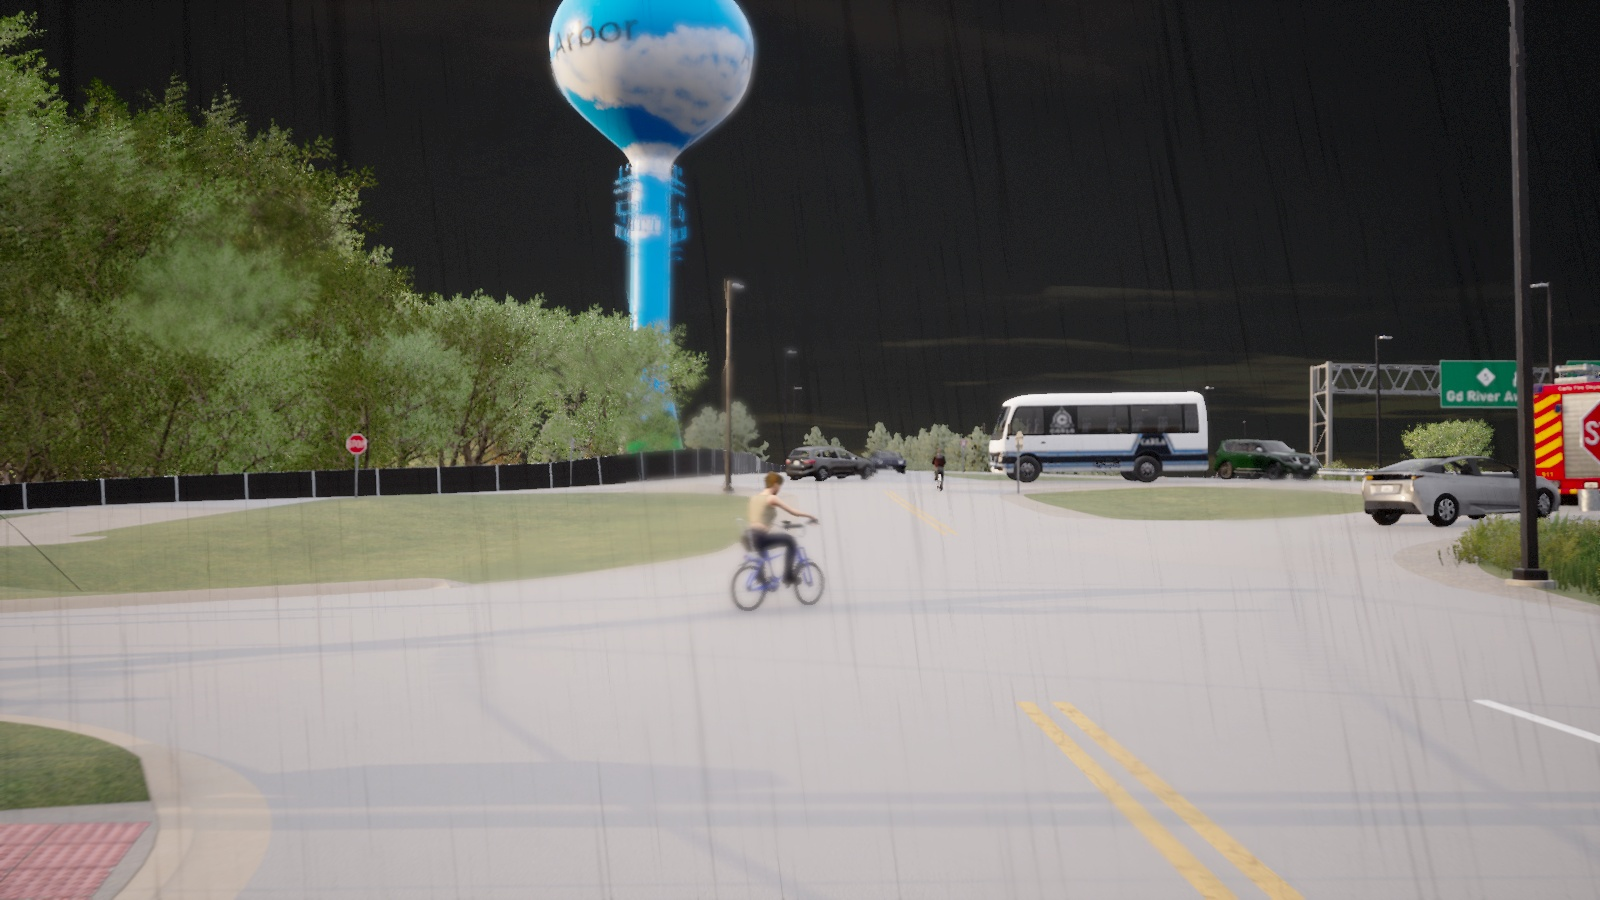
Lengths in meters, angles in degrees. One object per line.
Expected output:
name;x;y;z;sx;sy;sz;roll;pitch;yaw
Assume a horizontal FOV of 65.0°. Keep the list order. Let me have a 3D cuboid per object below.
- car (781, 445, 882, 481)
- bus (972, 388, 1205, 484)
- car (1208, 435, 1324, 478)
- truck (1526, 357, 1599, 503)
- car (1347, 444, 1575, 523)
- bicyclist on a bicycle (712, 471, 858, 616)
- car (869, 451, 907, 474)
car;1.574;0.599;61.781;4.611;1.667;2.242;-1;1;-40
bus;13.724;-0.678;60.578;10.273;4.253;3.944;-1;1;1
car;23.209;0.325;62.783;2.150;2.045;5.566;1;0;-24
truck;23.930;-0.591;36.090;8.468;3.827;2.891;-1;-1;-43
car;14.863;0.738;28.258;4.514;1.525;2.007;-2;-1;-21
bicyclist on a bicycle;-0.170;1.071;14.895;1.509;1.612;0.866;1;-3;-43
car;5.222;0.744;74.766;1.895;1.301;4.718;0;0;0
